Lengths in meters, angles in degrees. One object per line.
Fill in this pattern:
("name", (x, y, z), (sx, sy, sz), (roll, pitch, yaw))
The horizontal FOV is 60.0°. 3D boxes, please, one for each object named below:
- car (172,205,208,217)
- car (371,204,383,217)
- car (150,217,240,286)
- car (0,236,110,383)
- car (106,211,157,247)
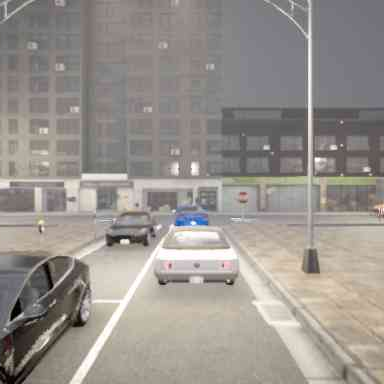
("car", (-0.158, 1.499, 20.049), (1.882, 1.535, 5.008), (0, 0, -5))
("car", (18.035, 1.336, 28.788), (4.553, 1.767, 2.097), (0, 0, 0))
("car", (0.103, 1.610, 9.387), (1.895, 1.301, 4.718), (0, 0, 0))
("car", (-2.638, 1.570, 4.349), (1.947, 1.339, 4.313), (0, 0, 0))
("car", (-2.635, 1.582, 15.253), (1.947, 1.339, 4.313), (0, 0, 0))
